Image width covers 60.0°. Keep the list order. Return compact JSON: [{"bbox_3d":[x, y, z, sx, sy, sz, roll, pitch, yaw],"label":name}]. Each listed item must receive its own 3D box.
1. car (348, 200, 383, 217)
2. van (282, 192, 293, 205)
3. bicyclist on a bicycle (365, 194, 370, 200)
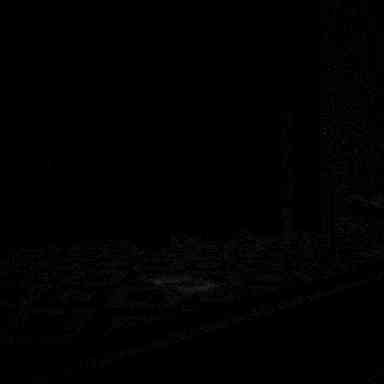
[{"bbox_3d":[14.816,1.367,28.290,2.008,1.369,4.403,1,0,-35],"label":"car"},{"bbox_3d":[12.254,0.931,46.565,1.690,1.788,3.998,1,0,-35],"label":"van"},{"bbox_3d":[20.841,1.031,39.619,1.656,1.620,0.582,0,1,-36],"label":"bicyclist on a bicycle"}]
